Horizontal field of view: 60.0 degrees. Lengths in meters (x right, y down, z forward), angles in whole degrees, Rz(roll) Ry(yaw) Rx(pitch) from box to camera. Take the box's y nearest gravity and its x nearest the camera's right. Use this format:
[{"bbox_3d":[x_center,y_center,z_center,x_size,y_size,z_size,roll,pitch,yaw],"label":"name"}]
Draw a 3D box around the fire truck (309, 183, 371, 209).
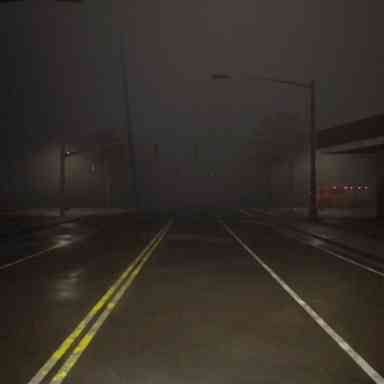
[{"bbox_3d":[22.816,0.611,51.473,8.468,3.827,2.891,0,0,1],"label":"fire truck"}]
